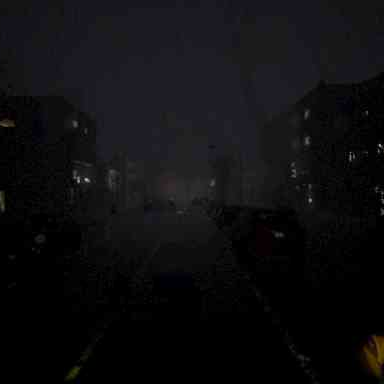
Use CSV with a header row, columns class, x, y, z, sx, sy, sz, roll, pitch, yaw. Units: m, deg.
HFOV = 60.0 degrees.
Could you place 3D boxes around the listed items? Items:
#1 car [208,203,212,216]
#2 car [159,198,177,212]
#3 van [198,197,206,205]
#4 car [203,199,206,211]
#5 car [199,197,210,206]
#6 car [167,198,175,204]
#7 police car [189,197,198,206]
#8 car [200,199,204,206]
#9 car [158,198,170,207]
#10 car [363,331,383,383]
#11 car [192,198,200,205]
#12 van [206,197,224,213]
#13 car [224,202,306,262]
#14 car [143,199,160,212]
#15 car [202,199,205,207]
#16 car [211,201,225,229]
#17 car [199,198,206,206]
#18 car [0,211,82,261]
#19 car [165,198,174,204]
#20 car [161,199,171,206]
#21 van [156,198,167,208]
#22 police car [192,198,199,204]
class,x,y,z,sx,sy,sz,roll,pitch,yaw
car,2.678,1.876,29.245,1.802,1.307,4.206,-1,-1,0
car,-3.099,1.983,45.664,1.812,1.442,4.674,0,-1,0
van,2.663,2.022,68.084,1.690,1.788,3.998,-1,-1,0
car,2.674,1.949,40.342,1.887,1.381,4.507,-1,-1,0
car,2.661,2.051,73.633,2.192,1.841,5.009,-1,-1,0
car,-5.723,2.445,90.270,1.887,1.381,4.507,-1,-1,0
police car,0.877,2.120,69.471,1.930,1.638,5.238,0,-1,0
car,2.671,2.097,51.438,1.802,1.307,4.206,-1,-1,0
car,-5.717,2.121,68.078,1.967,1.590,4.097,-1,-1,0
car,2.686,1.544,1.675,1.752,1.417,4.829,-1,-1,0
car,0.873,2.297,79.359,1.837,1.490,4.892,0,-1,0
van,2.674,1.690,34.796,1.690,1.788,3.998,-1,-1,0
car,2.680,1.443,12.603,2.192,1.841,5.009,-1,-1,0
car,-5.708,2.011,45.885,2.008,1.369,4.403,-1,-1,0
car,2.672,2.042,45.889,1.802,1.307,4.206,-1,-1,0
car,2.678,1.679,23.698,1.967,1.590,4.097,-1,-1,0
car,2.667,2.207,62.534,1.802,1.307,4.206,-1,-1,0
car,-5.698,1.568,12.597,1.967,1.590,4.097,-1,-1,0
car,-5.723,2.285,84.723,1.967,1.590,4.097,-1,-1,0
car,-5.718,2.280,73.626,1.887,1.381,4.507,-1,-1,0
van,-5.716,1.967,62.531,1.690,1.788,3.998,-1,-1,0
police car,0.871,2.278,85.470,1.930,1.638,5.238,0,-1,0
